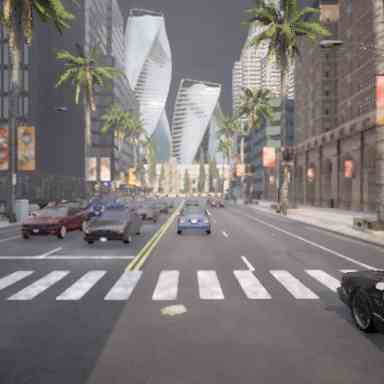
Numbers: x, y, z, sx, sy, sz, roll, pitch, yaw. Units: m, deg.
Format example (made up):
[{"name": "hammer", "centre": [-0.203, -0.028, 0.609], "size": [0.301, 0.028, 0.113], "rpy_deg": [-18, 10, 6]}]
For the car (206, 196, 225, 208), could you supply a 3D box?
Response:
[{"name": "car", "centre": [3.523, 1.584, 47.632], "size": [1.895, 1.301, 4.718], "rpy_deg": [0, 0, -1]}]

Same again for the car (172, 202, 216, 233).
[{"name": "car", "centre": [0.106, 1.541, 19.506], "size": [2.033, 1.411, 5.357], "rpy_deg": [0, 0, 0]}]

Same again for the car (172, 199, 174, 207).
[{"name": "car", "centre": [-3.465, 1.476, 45.548], "size": [2.128, 1.511, 4.902], "rpy_deg": [0, 0, 0]}]

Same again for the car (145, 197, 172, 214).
[{"name": "car", "centre": [-3.487, 1.552, 35.107], "size": [1.994, 1.385, 4.181], "rpy_deg": [0, 0, 0]}]

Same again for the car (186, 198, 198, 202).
[{"name": "car", "centre": [0.022, 1.548, 48.148], "size": [1.994, 1.385, 4.181], "rpy_deg": [0, 0, 0]}]

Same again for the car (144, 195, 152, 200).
[{"name": "car", "centre": [-10.400, 1.454, 79.640], "size": [2.231, 1.521, 4.892], "rpy_deg": [0, 0, -1]}]

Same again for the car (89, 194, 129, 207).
[{"name": "car", "centre": [-6.991, 1.213, 27.261], "size": [2.150, 2.045, 5.566], "rpy_deg": [0, 0, 0]}]

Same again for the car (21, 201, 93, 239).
[{"name": "car", "centre": [-7.064, 1.472, 17.559], "size": [1.882, 1.535, 5.008], "rpy_deg": [0, 0, 0]}]

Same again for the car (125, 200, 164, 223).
[{"name": "car", "centre": [-3.516, 1.556, 25.342], "size": [1.994, 1.385, 4.181], "rpy_deg": [0, 0, 1]}]

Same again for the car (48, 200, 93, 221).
[{"name": "car", "centre": [-10.181, 1.504, 28.335], "size": [2.161, 1.482, 4.786], "rpy_deg": [0, 0, -1]}]

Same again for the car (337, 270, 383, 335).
[{"name": "car", "centre": [3.601, 1.546, 3.700], "size": [2.033, 1.411, 5.357], "rpy_deg": [0, 0, 0]}]

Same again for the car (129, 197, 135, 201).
[{"name": "car", "centre": [-6.984, 1.552, 37.201], "size": [1.994, 1.385, 4.181], "rpy_deg": [0, 0, 0]}]

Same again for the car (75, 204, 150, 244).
[{"name": "car", "centre": [-3.575, 1.542, 16.103], "size": [2.033, 1.411, 5.357], "rpy_deg": [0, 0, 0]}]
